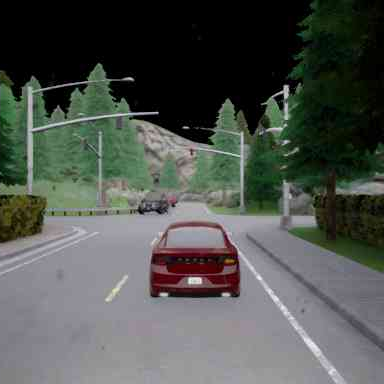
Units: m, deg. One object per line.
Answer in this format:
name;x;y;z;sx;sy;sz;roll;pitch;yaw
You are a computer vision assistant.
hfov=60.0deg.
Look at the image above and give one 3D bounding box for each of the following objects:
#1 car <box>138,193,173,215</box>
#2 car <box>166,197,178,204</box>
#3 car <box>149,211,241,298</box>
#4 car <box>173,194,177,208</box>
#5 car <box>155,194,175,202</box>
car;-3.766;1.218;33.686;2.150;2.045;5.566;0;0;6
car;-3.766;1.601;62.456;1.895;1.301;4.718;0;0;-7
car;0.074;1.478;8.578;1.882;1.535;5.008;0;0;0
car;-3.540;1.216;47.533;2.150;2.045;5.566;0;1;0
car;-6.213;1.355;76.349;4.553;1.767;2.097;0;0;43
